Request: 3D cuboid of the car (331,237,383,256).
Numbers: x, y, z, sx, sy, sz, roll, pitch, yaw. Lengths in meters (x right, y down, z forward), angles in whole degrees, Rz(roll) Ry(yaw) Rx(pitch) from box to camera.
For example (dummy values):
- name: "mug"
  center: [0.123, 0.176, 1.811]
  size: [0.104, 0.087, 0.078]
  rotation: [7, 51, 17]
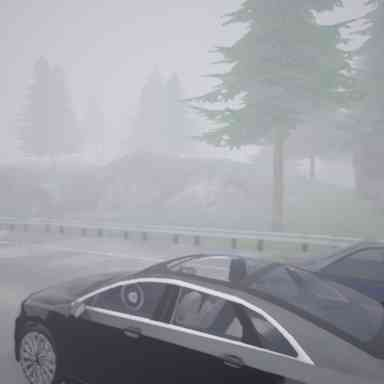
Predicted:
- name: "car"
  center: [3.423, 1.515, 5.624]
  size: [5.357, 1.411, 2.033]
  rotation: [0, 0, 34]

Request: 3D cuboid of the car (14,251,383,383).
- name: "car"
  center: [-0.007, 1.472, 3.642]
  size: [4.902, 1.511, 2.128]
  rotation: [0, 0, 34]
